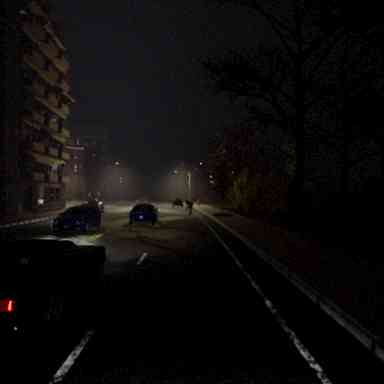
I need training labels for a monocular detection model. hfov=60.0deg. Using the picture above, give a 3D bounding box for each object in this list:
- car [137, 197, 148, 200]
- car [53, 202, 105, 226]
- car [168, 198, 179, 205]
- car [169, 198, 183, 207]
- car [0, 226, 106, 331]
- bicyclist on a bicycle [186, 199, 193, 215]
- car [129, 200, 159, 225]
[{"bbox_3d":[-9.787,1.819,65.777,2.097,1.767,4.553,0,-1,-5],"label":"car"},{"bbox_3d":[-6.965,1.628,20.655,1.882,1.535,5.008,0,0,-2],"label":"car"},{"bbox_3d":[-4.211,2.033,75.008,2.128,1.511,4.902,0,0,-6],"label":"car"},{"bbox_3d":[-2.576,1.909,58.726,1.837,1.490,4.892,0,0,-5],"label":"car"},{"bbox_3d":[-3.214,1.653,6.952,1.895,1.301,4.718,0,0,-1],"label":"car"},{"bbox_3d":[-0.102,1.699,35.520,0.582,1.620,1.656,0,-1,-3],"label":"bicyclist on a bicycle"},{"bbox_3d":[-3.720,1.663,26.173,1.882,1.535,5.008,0,0,-2],"label":"car"}]
